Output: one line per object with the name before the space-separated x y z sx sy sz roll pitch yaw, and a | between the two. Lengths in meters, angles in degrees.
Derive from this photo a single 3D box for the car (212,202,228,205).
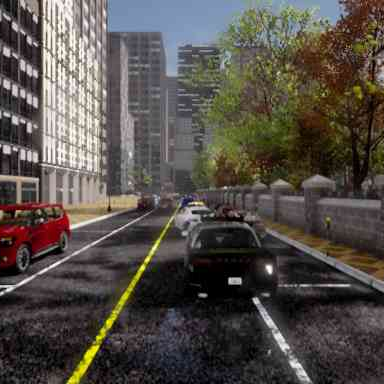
car | 2.341 1.566 21.736 1.802 1.307 4.206 0 0 -1

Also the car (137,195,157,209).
car | -5.955 1.280 43.935 2.192 1.841 5.009 0 0 -1

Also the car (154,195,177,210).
car | -3.271 1.492 41.524 1.812 1.442 4.674 0 0 0

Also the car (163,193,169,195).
car | -6.214 1.240 77.180 2.192 1.841 5.009 0 0 -1

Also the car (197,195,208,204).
car | 1.868 1.385 60.581 1.967 1.590 4.097 0 0 -1

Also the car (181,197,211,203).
car | 0.312 1.438 24.760 1.801 1.575 5.366 0 0 4

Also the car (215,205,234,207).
car | 2.409 1.540 16.186 2.008 1.369 4.403 0 0 -1

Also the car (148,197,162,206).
car | -6.089 1.534 55.017 1.802 1.307 4.206 0 0 -1

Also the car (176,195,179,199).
car | -3.794 1.474 89.083 1.994 1.385 4.181 0 0 -1

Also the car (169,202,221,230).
car | 0.171 1.513 18.328 1.812 1.442 4.674 0 0 -13

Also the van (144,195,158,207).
van | -6.022 1.300 49.476 1.690 1.788 3.998 0 0 -1

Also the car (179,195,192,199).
car | -0.483 1.440 45.857 1.882 1.535 5.008 0 0 0

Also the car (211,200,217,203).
car | 2.273 1.546 27.285 1.947 1.339 4.313 0 0 -1

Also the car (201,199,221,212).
car | 2.138 1.536 38.384 1.947 1.339 4.313 0 0 -1

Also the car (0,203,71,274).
car | -5.552 1.308 10.689 2.192 1.841 5.009 0 0 -1

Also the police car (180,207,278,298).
police car | 0.757 1.420 8.647 1.930 1.638 5.238 0 0 -1

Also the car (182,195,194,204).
car | -0.735 1.433 63.931 2.128 1.511 4.902 0 0 -1
